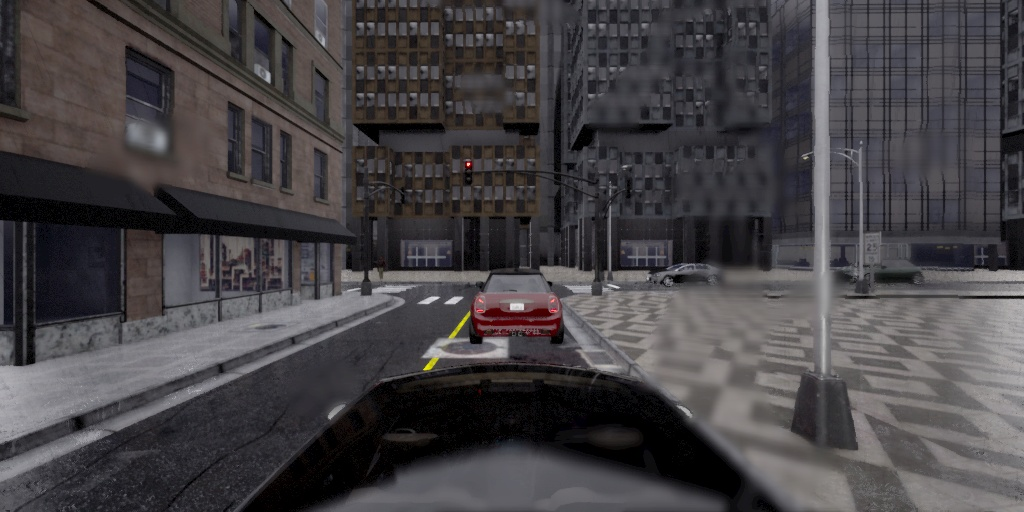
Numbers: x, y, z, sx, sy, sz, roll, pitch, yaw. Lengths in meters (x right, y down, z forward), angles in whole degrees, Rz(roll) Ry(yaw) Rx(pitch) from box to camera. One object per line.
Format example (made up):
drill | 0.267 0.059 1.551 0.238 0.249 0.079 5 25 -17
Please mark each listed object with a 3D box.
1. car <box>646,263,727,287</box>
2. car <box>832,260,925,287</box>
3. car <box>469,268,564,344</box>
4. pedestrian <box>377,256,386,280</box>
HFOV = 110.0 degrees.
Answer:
car | 11.427 1.223 23.658 4.902 1.511 2.128 0 0 0
car | 23.882 1.067 23.520 4.553 1.767 2.097 0 0 1
car | 0.071 1.102 9.751 2.097 1.767 4.553 0 0 -1
pedestrian | -9.832 0.902 26.936 0.375 1.860 0.375 0 0 1
